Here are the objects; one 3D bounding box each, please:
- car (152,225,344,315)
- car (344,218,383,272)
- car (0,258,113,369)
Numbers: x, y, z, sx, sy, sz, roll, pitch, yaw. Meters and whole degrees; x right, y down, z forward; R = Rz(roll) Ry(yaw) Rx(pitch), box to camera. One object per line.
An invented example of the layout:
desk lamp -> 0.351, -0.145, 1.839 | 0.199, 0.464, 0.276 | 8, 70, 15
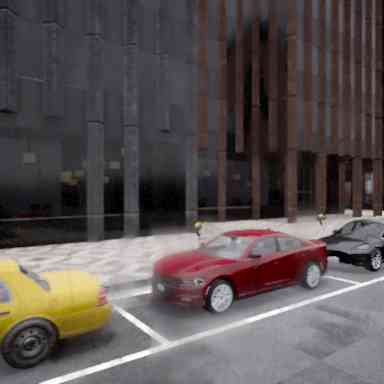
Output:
car -> 1.248, 1.542, 7.544 | 4.507, 1.381, 1.887 | 0, 0, -36
car -> 5.835, 1.560, 10.820 | 4.313, 1.339, 1.947 | 0, 0, -36
car -> -3.477, 1.526, 4.170 | 4.829, 1.417, 1.752 | 0, 0, -36
